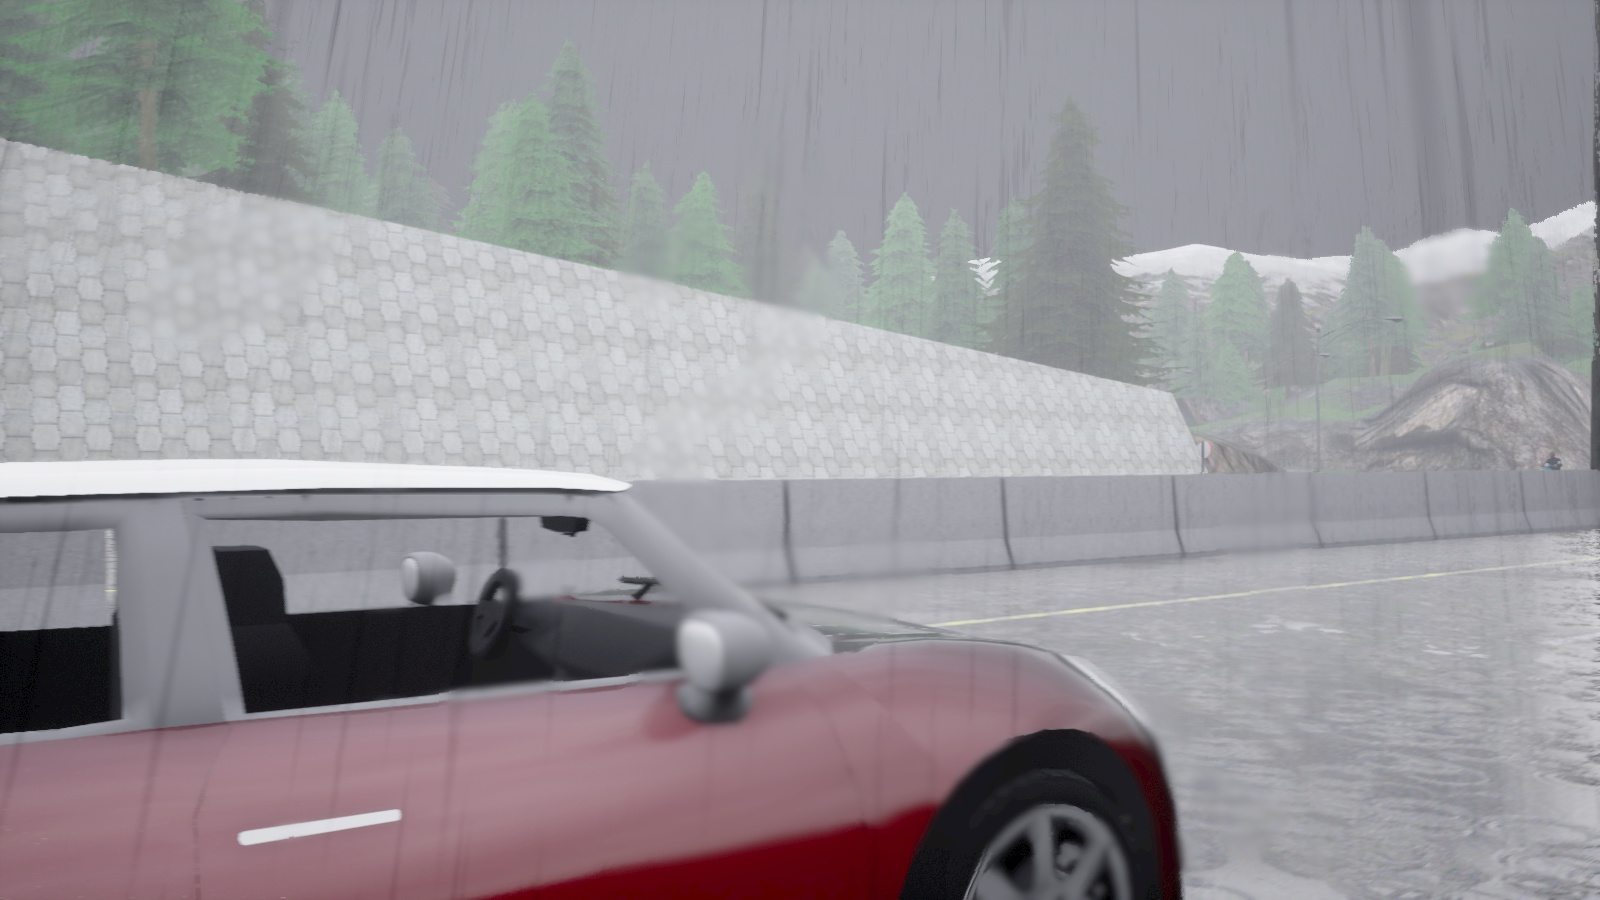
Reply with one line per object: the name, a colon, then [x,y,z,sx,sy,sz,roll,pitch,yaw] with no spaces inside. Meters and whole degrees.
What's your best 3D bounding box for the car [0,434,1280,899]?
car: [-0.845,0.719,3.071,3.806,1.475,1.970,0,0,-35]
